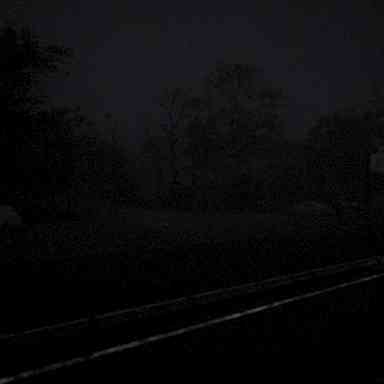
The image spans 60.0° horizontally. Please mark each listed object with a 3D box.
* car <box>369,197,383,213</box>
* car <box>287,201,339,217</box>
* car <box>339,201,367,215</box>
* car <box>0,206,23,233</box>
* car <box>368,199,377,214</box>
[{"bbox_3d":[23.742,1.800,43.396,2.185,1.767,4.553,1,-1,-36],"label":"car"},{"bbox_3d":[12.388,1.726,35.335,2.097,1.535,5.008,1,0,-35],"label":"car"},{"bbox_3d":[16.917,1.795,38.574,2.097,1.535,5.008,1,0,-35],"label":"car"},{"bbox_3d":[-10.816,1.507,18.815,2.002,1.452,4.674,1,0,-35],"label":"car"},{"bbox_3d":[19.188,1.876,40.189,2.002,1.452,4.674,1,-1,-35],"label":"car"}]
